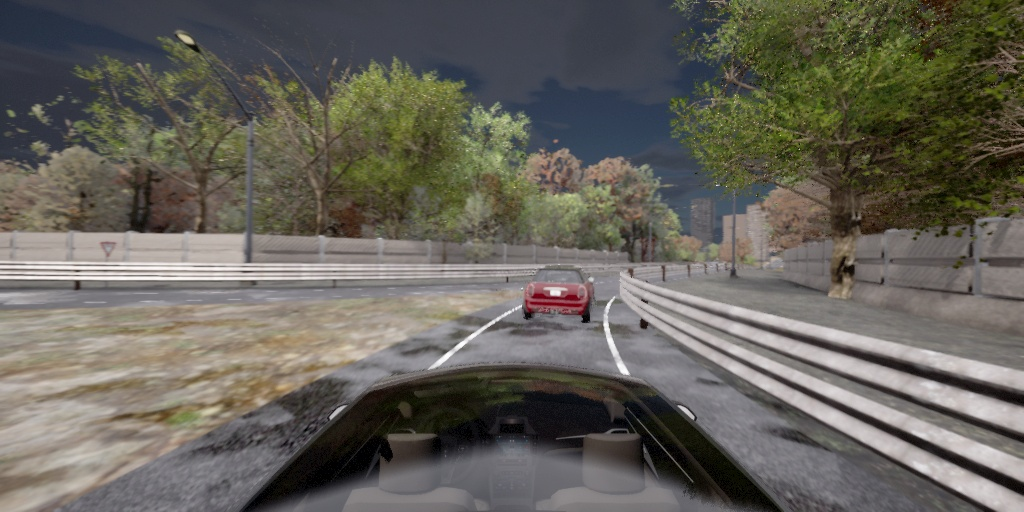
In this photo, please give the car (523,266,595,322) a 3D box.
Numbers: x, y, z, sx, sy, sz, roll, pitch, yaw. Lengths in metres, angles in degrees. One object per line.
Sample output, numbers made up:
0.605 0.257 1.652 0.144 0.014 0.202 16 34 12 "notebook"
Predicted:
1.830 1.140 12.818 2.097 1.767 4.553 1 0 14 "car"
